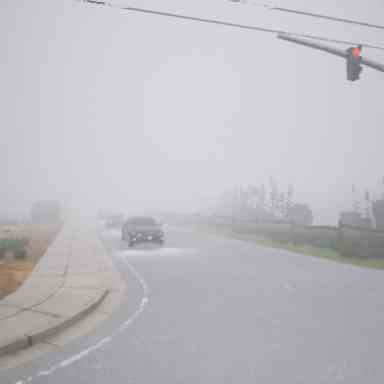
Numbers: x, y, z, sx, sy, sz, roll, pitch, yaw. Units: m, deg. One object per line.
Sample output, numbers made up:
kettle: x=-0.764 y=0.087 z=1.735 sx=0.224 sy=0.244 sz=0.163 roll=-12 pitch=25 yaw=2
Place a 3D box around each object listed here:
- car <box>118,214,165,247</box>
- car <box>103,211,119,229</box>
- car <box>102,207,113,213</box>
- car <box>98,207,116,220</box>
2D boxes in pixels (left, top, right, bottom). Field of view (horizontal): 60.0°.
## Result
car: x=-2.913 y=2.192 z=19.243 sx=1.837 sy=1.490 sz=4.892 roll=0 pitch=-2 yaw=-19
car: x=-7.264 y=2.788 z=32.174 sx=1.895 sy=1.301 sz=4.718 roll=0 pitch=-2 yaw=-19
car: x=-22.570 y=4.728 z=88.905 sx=2.033 sy=1.411 sz=5.357 roll=0 pitch=-2 yaw=-23
car: x=-13.130 y=3.388 z=49.900 sx=2.128 sy=1.511 sz=4.902 roll=0 pitch=-2 yaw=-19
